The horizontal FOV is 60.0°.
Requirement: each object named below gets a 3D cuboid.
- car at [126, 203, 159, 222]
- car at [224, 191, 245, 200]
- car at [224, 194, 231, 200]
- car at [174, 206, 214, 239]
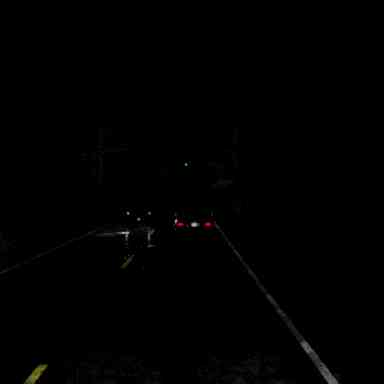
[{"bbox_3d":[-3.514,1.472,24.142,1.895,1.301,4.718,0,0,0],"label":"car"},{"bbox_3d":[8.395,0.651,65.437,3.866,1.878,1.905,0,0,-1],"label":"car"},{"bbox_3d":[8.811,0.668,62.927,4.605,1.855,1.932,0,0,-1],"label":"car"},{"bbox_3d":[0.090,1.421,16.544,2.033,1.411,5.357,0,0,0],"label":"car"}]
